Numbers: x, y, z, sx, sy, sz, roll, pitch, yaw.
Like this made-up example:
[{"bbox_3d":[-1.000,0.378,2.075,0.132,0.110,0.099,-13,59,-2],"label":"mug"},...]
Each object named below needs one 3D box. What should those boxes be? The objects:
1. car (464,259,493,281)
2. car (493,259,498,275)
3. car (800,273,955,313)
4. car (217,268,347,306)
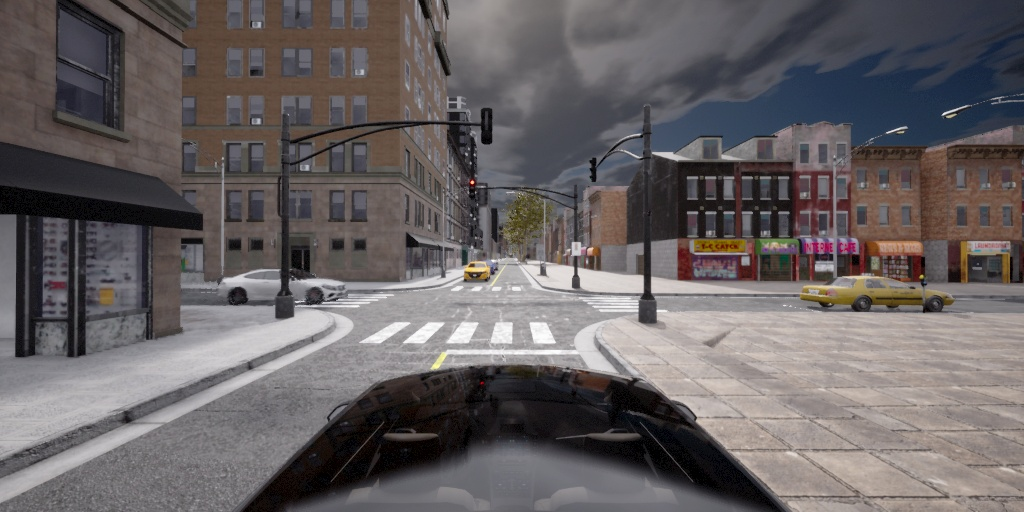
[{"bbox_3d":[-2.841,1.214,29.829,1.882,1.535,5.008,0,0,0],"label":"car"},{"bbox_3d":[-2.850,1.208,39.233,1.882,1.535,5.008,0,0,0],"label":"car"},{"bbox_3d":[13.884,1.346,13.735,4.829,1.417,1.751,0,0,0],"label":"car"},{"bbox_3d":[-9.344,1.223,14.786,4.674,1.442,1.812,0,0,-5],"label":"car"}]
